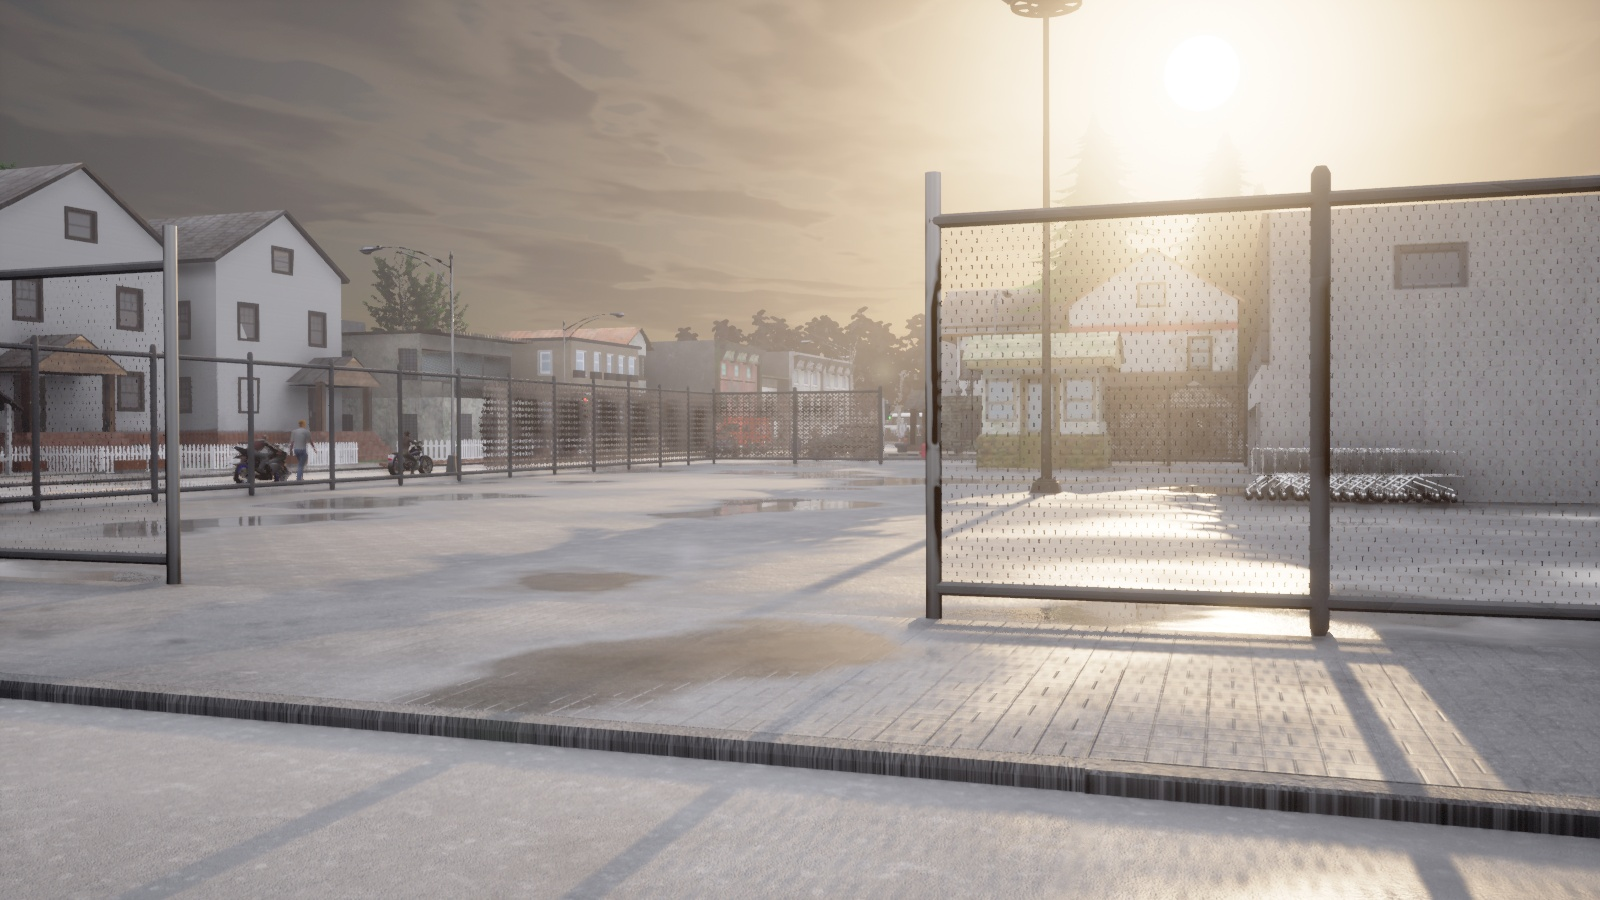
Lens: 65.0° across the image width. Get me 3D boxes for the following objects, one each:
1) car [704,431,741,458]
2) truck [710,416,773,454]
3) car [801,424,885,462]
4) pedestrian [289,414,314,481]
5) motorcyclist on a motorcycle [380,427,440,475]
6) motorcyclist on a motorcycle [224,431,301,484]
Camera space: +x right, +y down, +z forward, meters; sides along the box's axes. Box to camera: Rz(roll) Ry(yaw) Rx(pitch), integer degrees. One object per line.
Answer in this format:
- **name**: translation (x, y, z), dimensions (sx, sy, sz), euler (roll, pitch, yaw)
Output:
- **car**: translation (-4.362, -0.319, 71.346), dimensions (1.816, 1.474, 4.193), euler (0, 1, 0)
- **truck**: translation (-3.927, -1.049, 85.792), dimensions (2.627, 2.467, 5.204), euler (1, 1, 18)
- **car**: translation (2.195, -0.389, 63.758), dimensions (3.866, 1.878, 1.905), euler (1, 1, 19)
- **pedestrian**: translation (-13.893, -0.080, 34.984), dimensions (0.354, 1.836, 0.706), euler (0, 1, 6)
- **motorcyclist on a motorcycle**: translation (-13.768, 0.014, 44.441), dimensions (0.766, 1.649, 2.350), euler (1, 1, 20)
- **motorcyclist on a motorcycle**: translation (-16.059, 0.199, 37.595), dimensions (0.866, 1.530, 2.191), euler (1, 1, 19)
